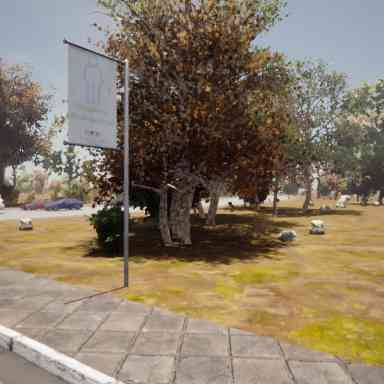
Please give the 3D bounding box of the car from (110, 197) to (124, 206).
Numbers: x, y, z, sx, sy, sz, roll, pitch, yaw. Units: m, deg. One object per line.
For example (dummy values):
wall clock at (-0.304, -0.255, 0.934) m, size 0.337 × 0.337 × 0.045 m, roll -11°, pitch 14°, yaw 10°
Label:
car at (-8.993, 1.554, 48.351) m, size 1.895 × 1.301 × 4.718 m, roll 0°, pitch 0°, yaw 37°

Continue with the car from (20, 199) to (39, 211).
car at (-18.958, 1.555, 41.288) m, size 1.994 × 1.385 × 4.181 m, roll 0°, pitch 0°, yaw 39°

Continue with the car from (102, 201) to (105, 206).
car at (-11.421, 1.453, 50.940) m, size 1.837 × 1.490 × 4.892 m, roll 0°, pitch 1°, yaw 37°

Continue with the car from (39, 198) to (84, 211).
car at (-15.397, 1.514, 40.152) m, size 1.812 × 1.442 × 4.674 m, roll 0°, pitch 0°, yaw 38°

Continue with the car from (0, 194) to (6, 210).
car at (-21.415, 1.221, 32.591) m, size 2.150 × 2.045 × 5.566 m, roll 0°, pitch 0°, yaw 39°
